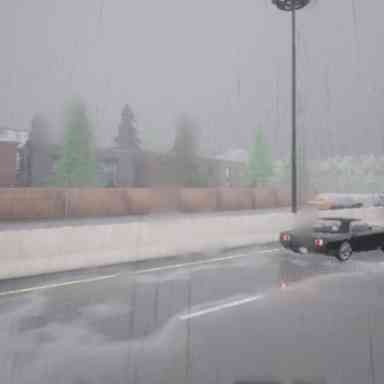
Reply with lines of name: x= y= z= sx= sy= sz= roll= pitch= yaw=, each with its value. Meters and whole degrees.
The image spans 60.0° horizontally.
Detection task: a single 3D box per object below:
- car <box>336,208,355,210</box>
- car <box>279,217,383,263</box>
car: x=15.923 y=1.306 z=34.071 sx=5.008 sy=1.535 sz=1.882 roll=0 pitch=0 yaw=-45
car: x=5.356 y=1.542 z=11.863 sx=4.718 sy=1.301 sz=1.895 roll=0 pitch=0 yaw=-36
